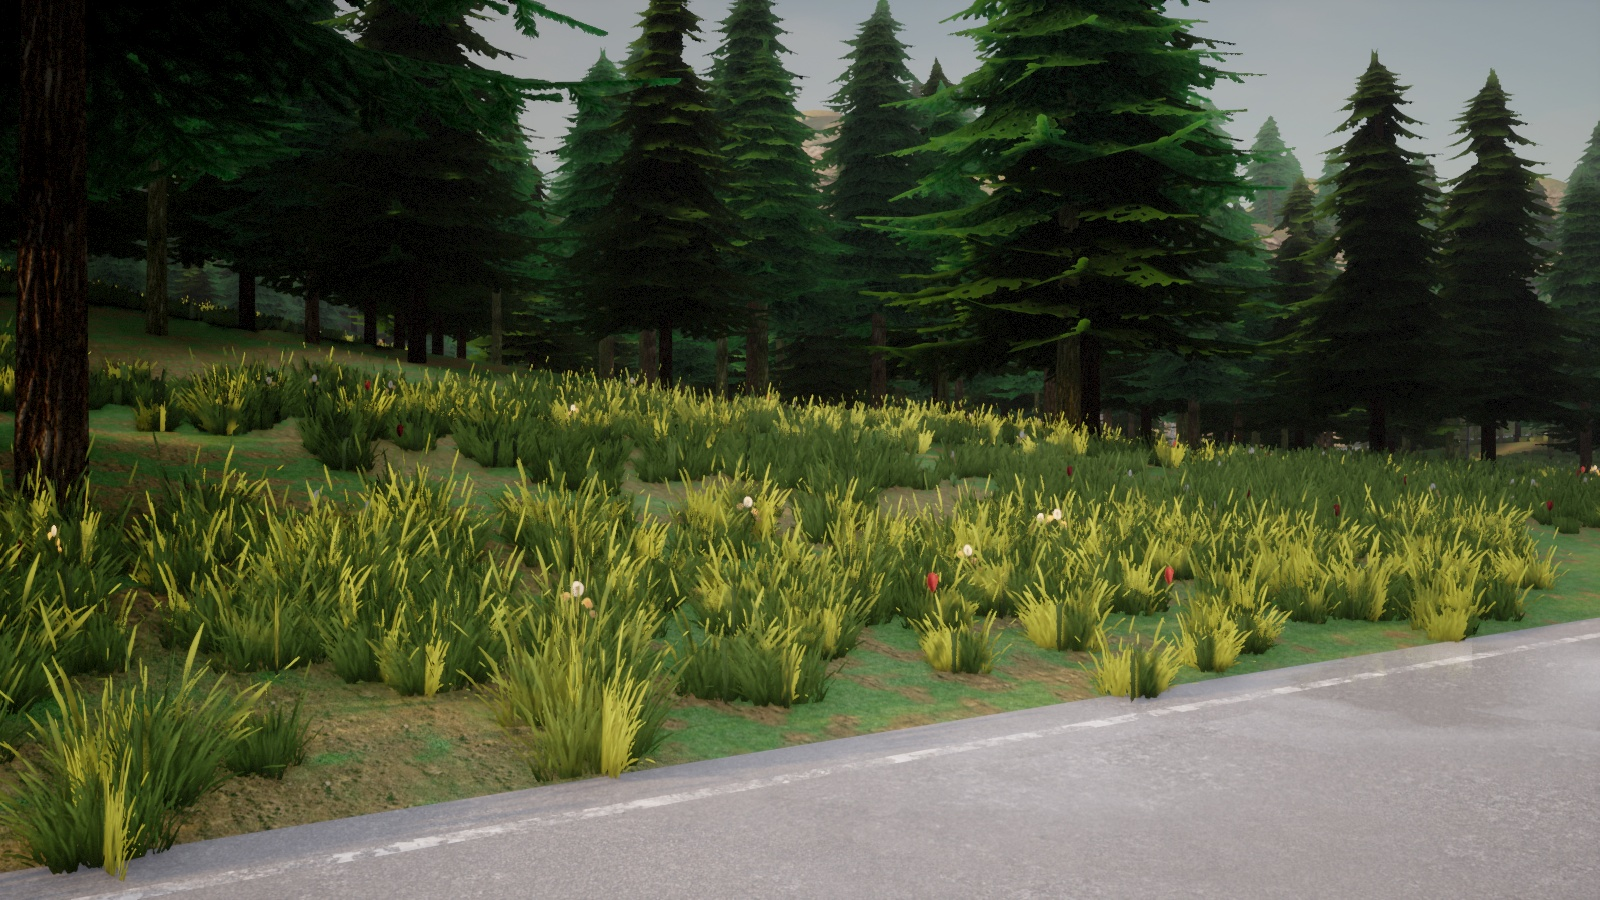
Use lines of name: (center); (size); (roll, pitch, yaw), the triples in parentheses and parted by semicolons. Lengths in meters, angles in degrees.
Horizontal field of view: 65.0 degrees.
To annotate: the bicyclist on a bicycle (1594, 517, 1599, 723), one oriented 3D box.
bicyclist on a bicycle: (5.184, 0.685, 6.691); (1.509, 1.612, 0.866); (0, 2, -23)
